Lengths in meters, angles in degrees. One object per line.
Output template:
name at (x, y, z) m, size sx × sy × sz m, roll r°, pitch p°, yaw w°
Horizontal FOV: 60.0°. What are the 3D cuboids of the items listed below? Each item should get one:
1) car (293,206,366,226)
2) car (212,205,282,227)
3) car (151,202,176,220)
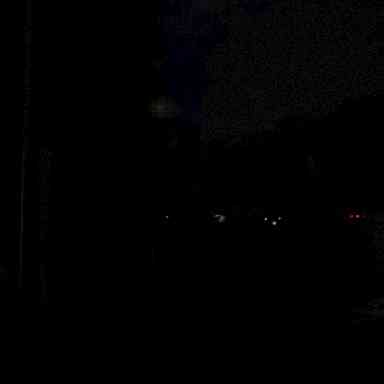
car at (10.072, 1.718, 24.819) m, size 2.033 × 1.411 × 5.357 m, roll 1°, pitch -1°, yaw -28°
car at (3.629, 1.580, 23.083) m, size 2.033 × 1.411 × 5.357 m, roll 2°, pitch -1°, yaw -36°
car at (-3.424, 1.488, 27.264) m, size 2.033 × 1.411 × 5.357 m, roll 2°, pitch -1°, yaw -36°
